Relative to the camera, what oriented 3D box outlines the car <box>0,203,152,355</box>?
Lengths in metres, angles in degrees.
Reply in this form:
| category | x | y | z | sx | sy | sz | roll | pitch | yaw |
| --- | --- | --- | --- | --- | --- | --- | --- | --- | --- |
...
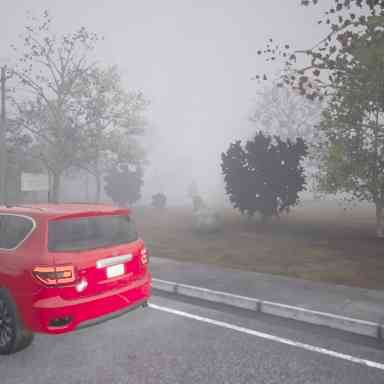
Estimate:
| category | x | y | z | sx | sy | sz | roll | pitch | yaw |
| --- | --- | --- | --- | --- | --- | --- | --- | --- | --- |
| car | -3.281 | 1.221 | 6.321 | 5.566 | 2.045 | 2.150 | 0 | 0 | 35 |
